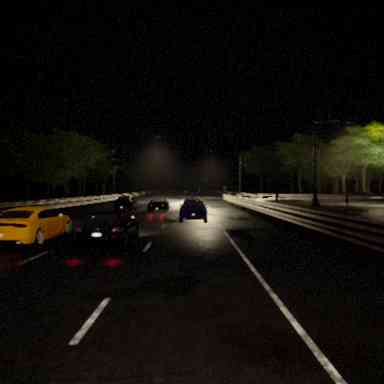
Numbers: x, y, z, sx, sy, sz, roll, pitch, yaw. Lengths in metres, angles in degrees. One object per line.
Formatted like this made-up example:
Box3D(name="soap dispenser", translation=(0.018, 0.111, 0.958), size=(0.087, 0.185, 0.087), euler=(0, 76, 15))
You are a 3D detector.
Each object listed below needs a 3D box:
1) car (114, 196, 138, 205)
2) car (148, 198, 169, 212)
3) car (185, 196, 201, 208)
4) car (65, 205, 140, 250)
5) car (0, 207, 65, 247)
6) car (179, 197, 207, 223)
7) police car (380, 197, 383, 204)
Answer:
Box3D(name="car", translation=(-6.913, 1.225, 35.068), size=(1.837, 1.490, 4.892), euler=(0, 1, 0))
Box3D(name="car", translation=(-3.414, 1.325, 34.664), size=(1.895, 1.301, 4.718), euler=(0, 1, 0))
Box3D(name="car", translation=(0.084, 1.256, 41.631), size=(1.895, 1.301, 4.718), euler=(0, 1, 0))
Box3D(name="car", translation=(-3.407, 1.480, 13.879), size=(1.994, 1.385, 4.181), euler=(0, 1, 0))
Box3D(name="car", translation=(-6.907, 1.388, 14.496), size=(1.882, 1.535, 5.008), euler=(0, 1, 0))
Box3D(name="car", translation=(0.089, 1.299, 24.142), size=(1.882, 1.535, 5.008), euler=(0, 0, 0))
Box3D(name="police car", translation=(23.788, 0.697, 36.800), size=(1.930, 1.638, 5.238), euler=(0, -1, -36))
